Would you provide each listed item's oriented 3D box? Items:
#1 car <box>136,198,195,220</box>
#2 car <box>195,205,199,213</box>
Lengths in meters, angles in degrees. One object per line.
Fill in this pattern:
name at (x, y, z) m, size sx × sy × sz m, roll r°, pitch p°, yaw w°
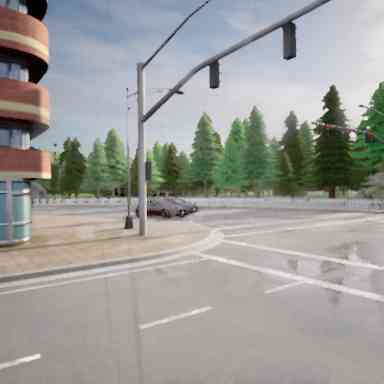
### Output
car at (-2.266, 1.307, 25.032) m, size 4.181 × 1.385 × 1.994 m, roll 0°, pitch 1°, yaw 36°
car at (-1.474, 1.262, 28.767) m, size 4.181 × 1.385 × 1.994 m, roll 0°, pitch 1°, yaw 33°
